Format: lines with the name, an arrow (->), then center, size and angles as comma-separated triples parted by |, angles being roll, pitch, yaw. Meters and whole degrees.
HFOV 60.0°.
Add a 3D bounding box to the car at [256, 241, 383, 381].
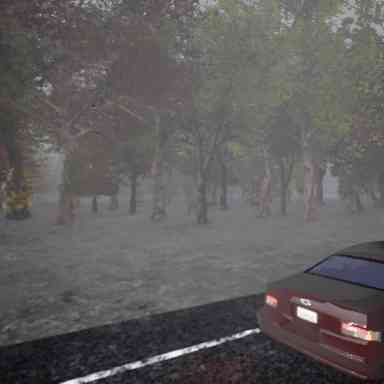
car -> 3.509, 1.547, 5.452 | 5.357, 1.411, 2.033 | 0, 0, -33
